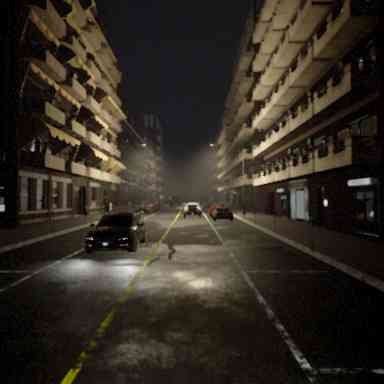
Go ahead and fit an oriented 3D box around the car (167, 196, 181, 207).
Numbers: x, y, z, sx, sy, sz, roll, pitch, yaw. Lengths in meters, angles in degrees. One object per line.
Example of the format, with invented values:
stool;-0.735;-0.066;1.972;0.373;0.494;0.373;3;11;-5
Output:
car;-3.077;1.836;63.427;2.150;2.045;5.566;0;-1;0

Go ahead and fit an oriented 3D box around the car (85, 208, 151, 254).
car;-3.117;1.647;14.349;1.837;1.490;4.892;0;-1;0

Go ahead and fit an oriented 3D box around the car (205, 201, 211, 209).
car;2.660;1.925;34.849;1.802;1.307;4.206;1;-1;0

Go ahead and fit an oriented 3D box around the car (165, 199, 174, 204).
car;-5.779;2.404;85.016;1.947;1.339;4.313;1;-1;0

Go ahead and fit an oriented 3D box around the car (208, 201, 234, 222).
car;2.667;1.816;29.448;1.752;1.417;4.829;1;-1;0

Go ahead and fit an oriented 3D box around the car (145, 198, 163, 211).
car;-5.729;1.768;46.022;2.192;1.841;5.009;1;-1;0

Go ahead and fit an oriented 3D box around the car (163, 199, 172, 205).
car;-5.772;2.306;79.276;1.752;1.417;4.829;1;-1;0

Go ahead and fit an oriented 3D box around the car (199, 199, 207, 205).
car;2.615;2.310;79.586;1.752;1.417;4.829;1;-1;0

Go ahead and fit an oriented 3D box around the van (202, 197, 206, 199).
van;2.620;2.069;73.847;1.690;1.788;3.998;1;-1;0

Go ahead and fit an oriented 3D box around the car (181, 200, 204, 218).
car;0.047;1.866;34.494;1.812;1.442;4.674;0;-1;0

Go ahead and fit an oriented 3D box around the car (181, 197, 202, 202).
car;-0.025;1.792;44.694;2.097;1.767;4.553;0;-1;0

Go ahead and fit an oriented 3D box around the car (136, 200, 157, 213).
car;-5.727;1.964;40.449;1.947;1.339;4.313;1;-1;0

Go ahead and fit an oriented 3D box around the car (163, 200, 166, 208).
car;-5.736;1.823;51.594;2.192;1.841;5.009;1;-1;0

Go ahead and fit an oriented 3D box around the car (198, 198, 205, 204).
car;2.574;2.438;90.557;1.887;1.381;4.507;1;-1;0

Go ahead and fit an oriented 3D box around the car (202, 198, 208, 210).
car;2.640;2.090;51.561;1.802;1.307;4.206;1;-1;0
